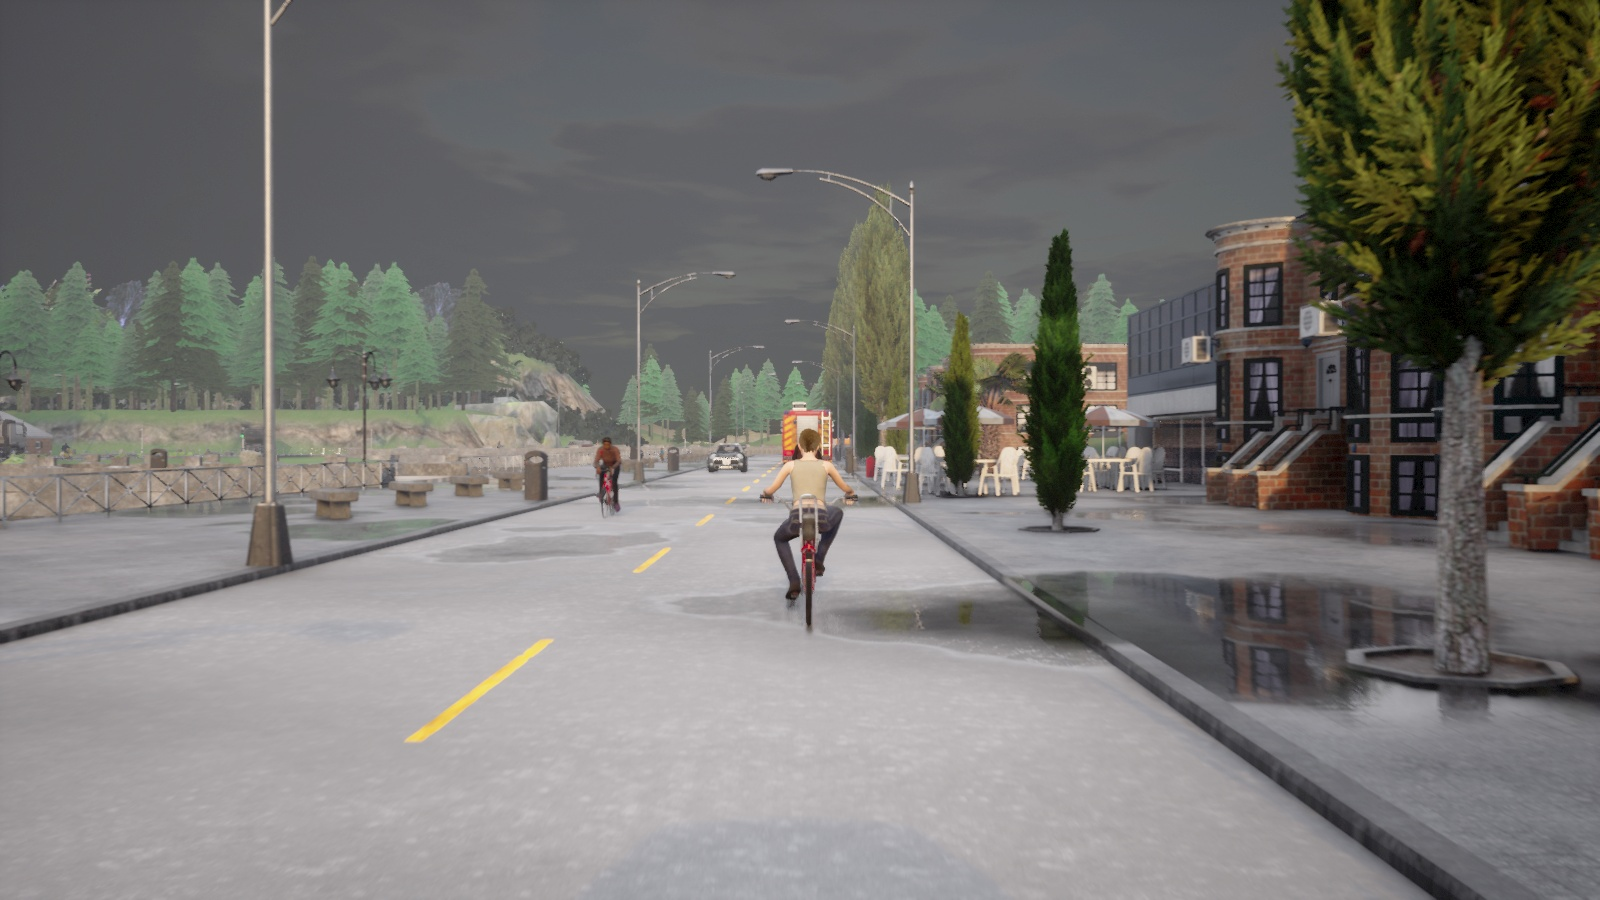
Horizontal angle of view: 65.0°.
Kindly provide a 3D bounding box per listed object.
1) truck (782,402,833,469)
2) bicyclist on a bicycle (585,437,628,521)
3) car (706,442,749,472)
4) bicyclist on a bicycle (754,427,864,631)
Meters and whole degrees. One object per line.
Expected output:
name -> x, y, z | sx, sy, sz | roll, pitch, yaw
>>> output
truck -> 0.432, -0.842, 75.194 | 2.891, 3.827, 8.468 | 0, 0, 0
bicyclist on a bicycle -> -3.846, 0.555, 25.025 | 0.582, 1.620, 1.656 | 0, 1, 0
car -> -3.633, 0.351, 63.536 | 1.970, 1.475, 3.806 | 0, 0, 0
bicyclist on a bicycle -> 0.075, 0.623, 10.710 | 0.866, 1.612, 1.509 | 0, 0, 0
